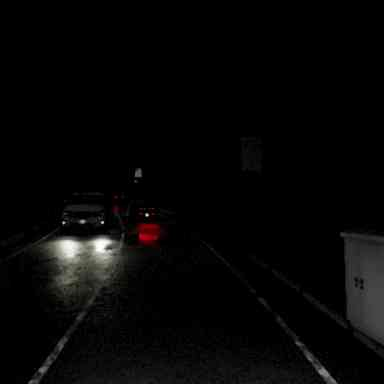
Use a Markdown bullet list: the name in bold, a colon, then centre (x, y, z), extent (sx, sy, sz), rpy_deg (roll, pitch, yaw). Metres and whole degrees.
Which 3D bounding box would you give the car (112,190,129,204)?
- **car**: centre (-8.854, 0.562, 41.242), extent (2.097, 1.767, 4.553), rpy_deg (1, 1, -19)

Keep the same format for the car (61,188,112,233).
- **car**: centre (-5.866, 1.014, 18.767), extent (2.150, 2.045, 5.566), rpy_deg (1, 1, -13)

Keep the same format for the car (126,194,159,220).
- **car**: centre (-3.664, 1.225, 24.905), extent (1.837, 1.490, 4.892), rpy_deg (1, 2, -15)

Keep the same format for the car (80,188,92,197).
- **car**: centre (-18.674, 0.030, 58.556), extent (1.837, 1.490, 4.892), rpy_deg (1, 1, -18)
